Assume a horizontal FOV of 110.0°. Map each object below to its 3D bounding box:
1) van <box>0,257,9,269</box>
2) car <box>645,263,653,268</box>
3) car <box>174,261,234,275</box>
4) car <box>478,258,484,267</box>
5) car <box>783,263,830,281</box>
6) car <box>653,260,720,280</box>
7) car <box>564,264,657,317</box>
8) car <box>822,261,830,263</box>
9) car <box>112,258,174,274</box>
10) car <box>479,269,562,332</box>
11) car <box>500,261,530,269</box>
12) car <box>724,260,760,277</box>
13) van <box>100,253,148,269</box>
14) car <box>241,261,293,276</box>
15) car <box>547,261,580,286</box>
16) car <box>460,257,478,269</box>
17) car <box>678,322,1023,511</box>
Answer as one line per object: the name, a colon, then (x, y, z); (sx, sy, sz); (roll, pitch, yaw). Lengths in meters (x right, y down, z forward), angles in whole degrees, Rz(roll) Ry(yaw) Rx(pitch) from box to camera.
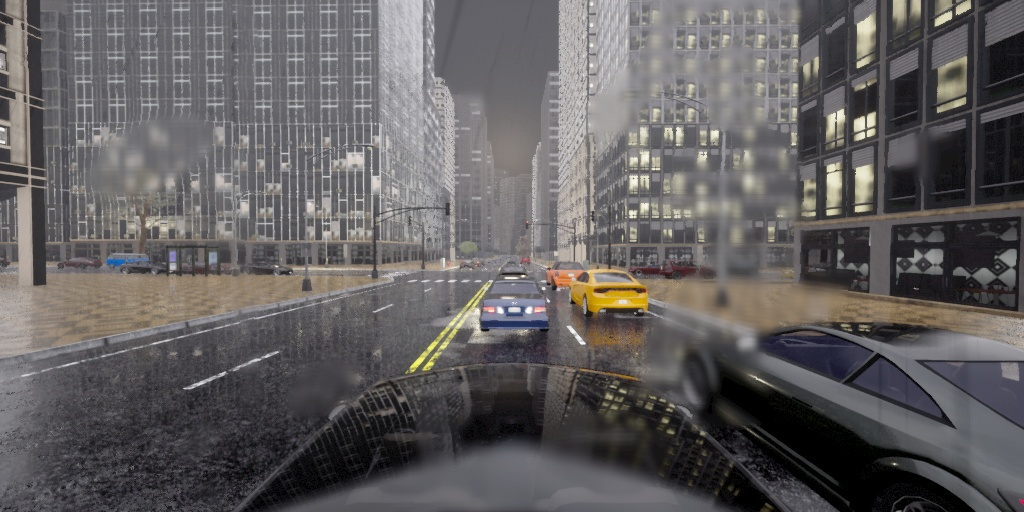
van: (-51.201, 0.685, 34.043); (3.998, 1.789, 1.690); (0, 0, 1)
car: (15.009, 1.448, 38.766); (4.718, 1.301, 1.895); (1, 1, 2)
car: (-28.476, 1.136, 33.515); (4.207, 1.307, 1.802); (0, 0, 1)
car: (-6.680, 1.051, 64.352); (2.097, 1.767, 4.553); (0, 0, 0)
car: (27.583, 1.576, 32.765); (4.829, 1.417, 1.751); (0, 0, 1)
car: (16.135, 1.267, 32.940); (5.009, 1.841, 2.192); (0, 0, 1)
car: (3.328, 1.222, 13.233); (1.882, 1.535, 5.008); (0, 0, 0)
car: (34.019, 1.368, 38.434); (4.553, 1.767, 2.097); (1, 1, 1)
car: (-34.157, 1.067, 33.678); (4.313, 1.339, 1.948); (0, 0, 1)
car: (0.084, 1.293, 10.827); (2.033, 1.411, 5.357); (0, 0, 1)
car: (0.065, 1.231, 20.579); (2.128, 1.511, 4.902); (0, 0, 0)
car: (23.905, 1.278, 38.595); (4.553, 1.767, 2.097); (1, 1, 1)
van: (-45.364, 0.602, 42.317); (3.998, 1.789, 1.690); (0, 0, 1)
car: (-22.791, 1.172, 33.393); (4.313, 1.339, 1.948); (0, 0, 1)
car: (3.311, 1.091, 22.238); (2.097, 1.767, 4.553); (0, 0, 0)
car: (-6.692, 1.275, 54.351); (1.994, 1.385, 4.181); (0, 0, 0)
car: (3.337, 1.313, 3.400); (1.994, 1.385, 4.181); (0, 0, 1)
